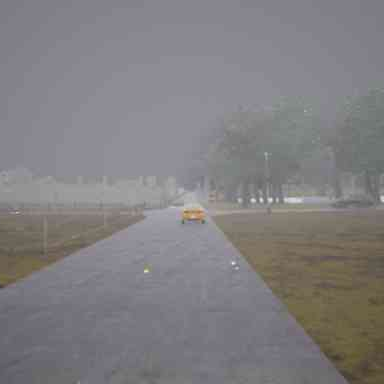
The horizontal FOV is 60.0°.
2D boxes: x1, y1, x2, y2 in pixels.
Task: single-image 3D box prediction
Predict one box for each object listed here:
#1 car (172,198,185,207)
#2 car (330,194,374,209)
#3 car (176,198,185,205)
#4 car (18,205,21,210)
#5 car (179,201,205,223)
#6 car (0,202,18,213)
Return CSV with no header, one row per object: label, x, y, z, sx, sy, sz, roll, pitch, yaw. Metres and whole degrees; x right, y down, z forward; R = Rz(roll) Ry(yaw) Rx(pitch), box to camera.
car,-2.734,2.210,65.266,1.994,1.385,4.181,0,0,1
car,22.097,1.314,46.028,5.566,2.045,2.150,-2,-2,0
car,-2.702,2.222,80.267,2.033,1.411,5.357,0,0,0
car,-26.563,2.109,45.915,5.357,1.411,2.033,0,-2,0
car,0.101,1.807,28.645,1.882,1.535,5.008,0,0,0
car,-25.434,2.041,42.952,4.181,1.385,1.994,0,-2,0
